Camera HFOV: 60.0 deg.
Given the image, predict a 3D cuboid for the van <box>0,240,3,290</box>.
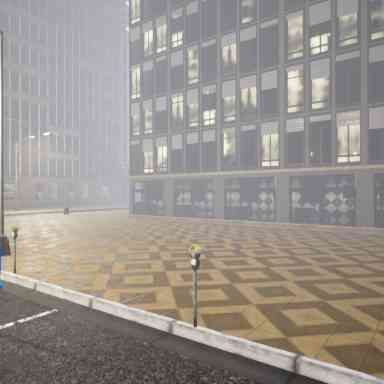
[{"bbox_3d":[-5.636,1.337,7.009,3.998,1.788,1.690,0,0,36],"label":"van"}]
